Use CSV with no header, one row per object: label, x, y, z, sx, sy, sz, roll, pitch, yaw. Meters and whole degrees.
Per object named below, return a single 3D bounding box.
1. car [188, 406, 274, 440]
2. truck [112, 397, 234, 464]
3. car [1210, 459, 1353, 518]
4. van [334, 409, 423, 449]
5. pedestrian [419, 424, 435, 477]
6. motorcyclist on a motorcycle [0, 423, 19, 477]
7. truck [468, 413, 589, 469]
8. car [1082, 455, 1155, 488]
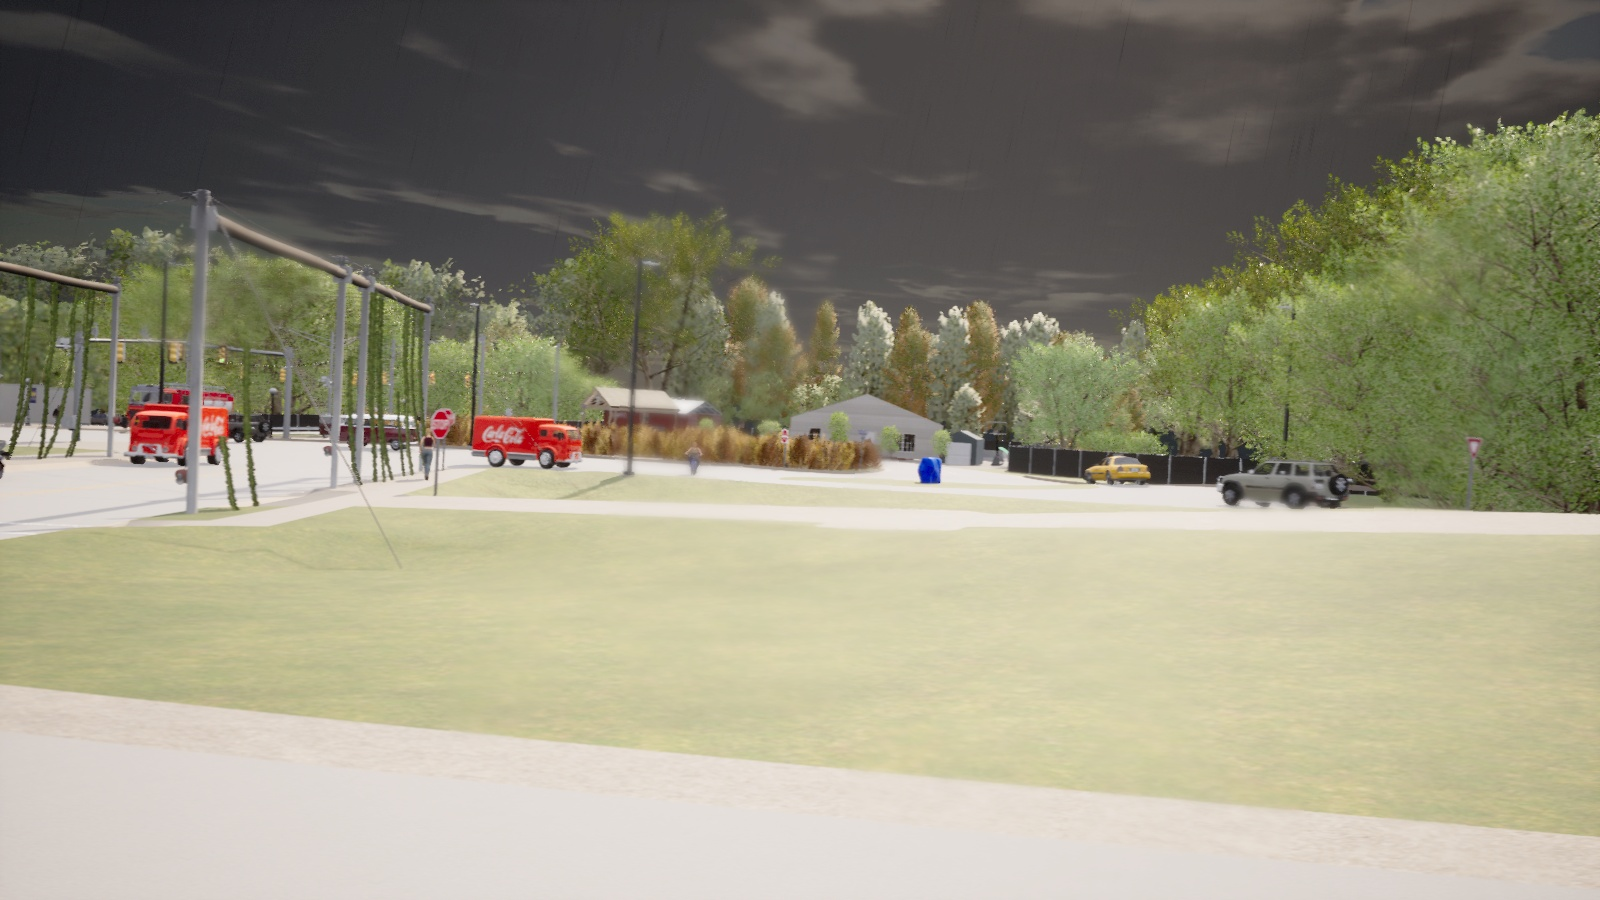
car,-34.362,-1.649,75.824,4.605,1.855,1.932,2,2,17
truck,-25.563,-0.820,51.460,2.627,2.467,5.204,3,1,-5
car,17.267,1.350,45.257,1.932,1.855,4.605,2,0,-29
van,-24.663,-1.266,73.555,4.480,2.038,2.069,3,3,-1
pedestrian,-13.128,0.014,44.173,0.345,1.836,0.594,3,2,-6
motorcyclist on a motorcycle,-23.442,-0.005,36.069,0.866,1.530,2.191,3,0,-9
truck,-13.599,-0.482,63.086,5.204,2.467,2.627,4,2,15
car,15.980,1.094,63.316,1.801,1.575,5.366,1,-1,-6
